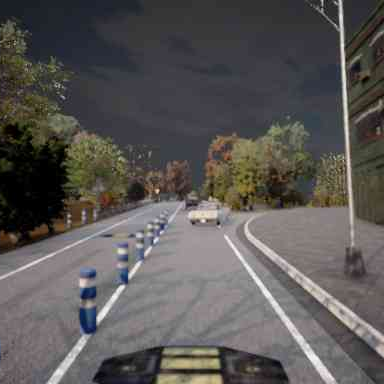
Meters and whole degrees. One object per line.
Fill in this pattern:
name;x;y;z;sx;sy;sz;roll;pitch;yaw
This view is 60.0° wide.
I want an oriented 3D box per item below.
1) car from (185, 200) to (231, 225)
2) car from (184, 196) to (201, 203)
car;1.302;1.384;21.921;1.895;1.301;4.718;-2;0;17
car;0.105;1.277;40.885;1.837;1.490;4.892;0;0;0
